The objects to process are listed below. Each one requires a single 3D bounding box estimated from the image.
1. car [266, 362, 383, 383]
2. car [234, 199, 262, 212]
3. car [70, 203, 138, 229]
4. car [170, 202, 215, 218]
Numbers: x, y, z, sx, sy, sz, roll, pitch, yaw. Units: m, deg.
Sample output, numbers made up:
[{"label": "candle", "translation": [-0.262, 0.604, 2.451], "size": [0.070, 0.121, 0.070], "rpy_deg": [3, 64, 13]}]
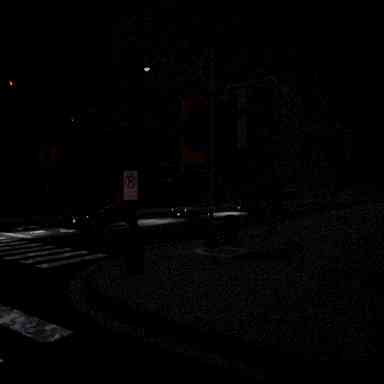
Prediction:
[{"label": "car", "translation": [2.198, 1.551, 1.278], "size": [4.403, 1.369, 2.008], "rpy_deg": [0, 0, 36]}, {"label": "car", "translation": [6.766, 1.555, 40.072], "size": [2.128, 1.511, 4.902], "rpy_deg": [0, 0, 35]}, {"label": "car", "translation": [-5.781, 1.512, 22.332], "size": [2.128, 1.511, 4.902], "rpy_deg": [0, 0, 36]}, {"label": "car", "translation": [0.113, 1.640, 30.693], "size": [1.895, 1.301, 4.718], "rpy_deg": [0, 0, 36]}]
